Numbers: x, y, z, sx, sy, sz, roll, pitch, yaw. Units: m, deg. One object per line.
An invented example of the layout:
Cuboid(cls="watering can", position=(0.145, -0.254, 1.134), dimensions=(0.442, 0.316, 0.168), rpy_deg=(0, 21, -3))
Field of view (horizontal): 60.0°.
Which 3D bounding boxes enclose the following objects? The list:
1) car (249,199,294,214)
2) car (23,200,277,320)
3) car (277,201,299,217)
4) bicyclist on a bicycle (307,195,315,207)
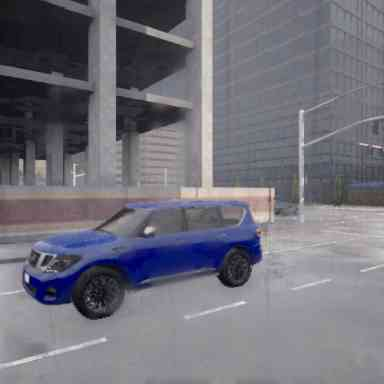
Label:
Cuboid(cls="car", position=(8.669, 1.526, 36.620), dimensions=(1.812, 1.442, 4.674), rpy_deg=(0, 0, -36))
Cuboid(cls="car", position=(-0.780, 1.221, 7.718), dimensions=(5.566, 2.045, 2.150), rpy_deg=(0, 0, -36))
Cuboid(cls="car", position=(8.280, 1.564, 31.199), dimensions=(1.994, 1.385, 4.181), rpy_deg=(0, 0, -36))
Cuboid(cls="bicyclist on a bicycle", position=(16.533, 1.301, 46.187), dimensions=(1.656, 1.620, 0.582), rpy_deg=(0, 0, -36))
